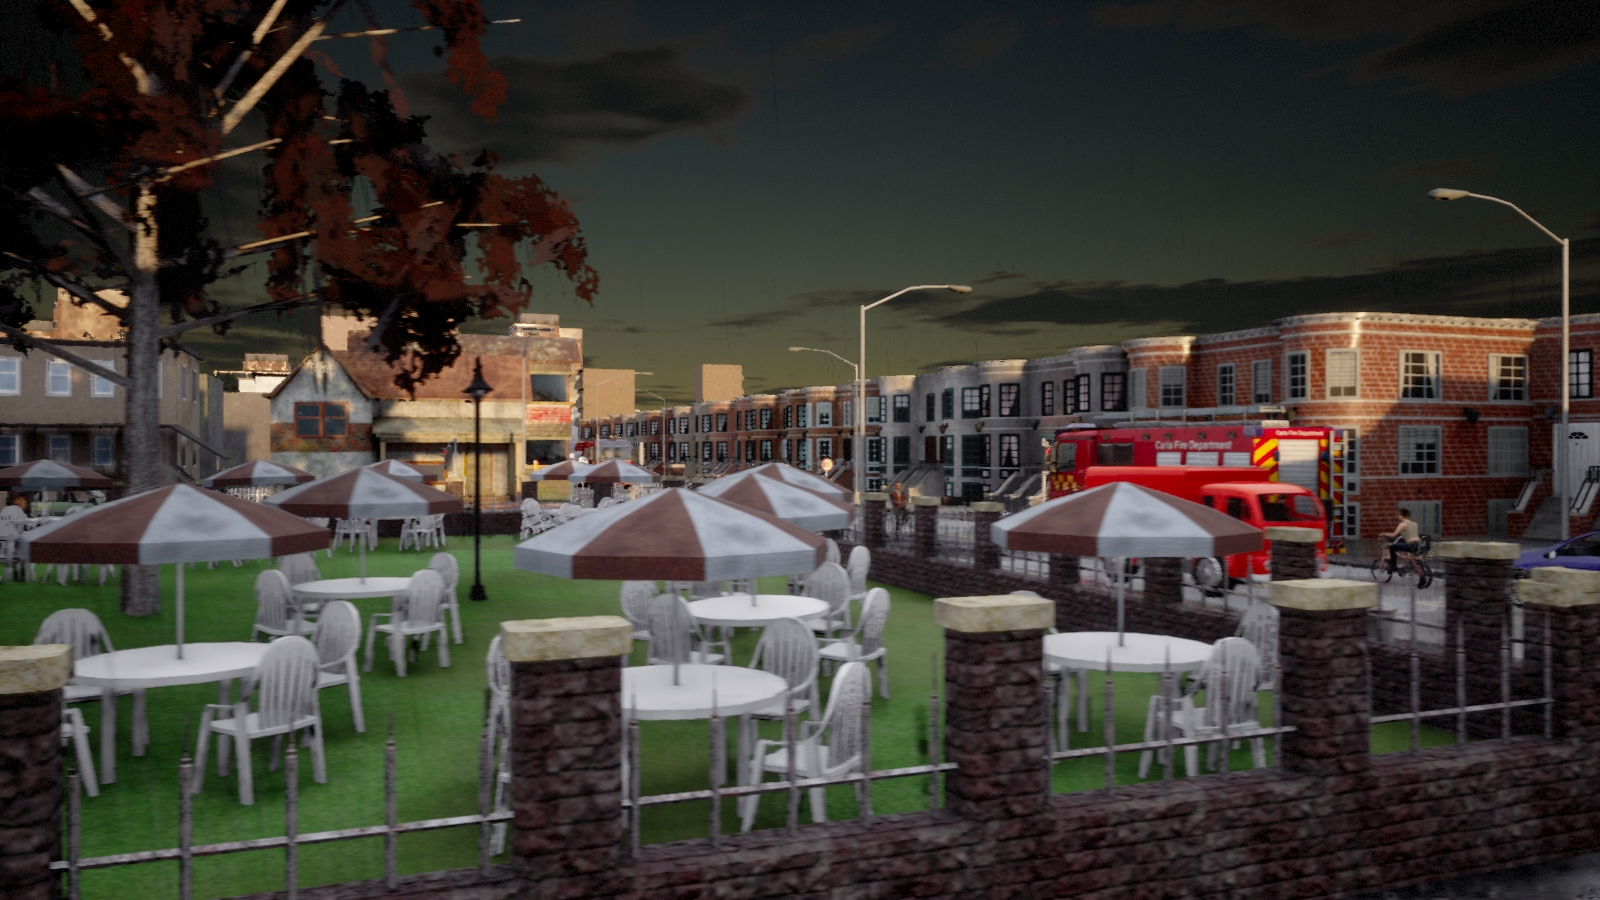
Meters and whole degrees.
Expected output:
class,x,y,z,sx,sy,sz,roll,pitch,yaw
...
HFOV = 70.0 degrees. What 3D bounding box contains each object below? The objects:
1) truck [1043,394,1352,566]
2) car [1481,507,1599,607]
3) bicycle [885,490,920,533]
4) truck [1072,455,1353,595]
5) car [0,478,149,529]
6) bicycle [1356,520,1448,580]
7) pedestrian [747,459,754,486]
class,x,y,z,sx,sy,sz,roll,pitch,yaw
truck,9.975,0.671,30.008,2.891,3.827,8.468,0,0,-21
car,13.846,1.818,19.344,1.845,1.501,3.633,0,0,-21
bicycle,3.251,1.940,36.386,0.329,1.271,1.835,0,-1,-21
truck,8.175,1.346,23.300,2.627,2.467,5.204,0,0,-21
car,-24.548,1.781,38.782,3.988,1.617,1.851,0,0,-21
bicycle,12.349,2.036,23.475,0.859,1.080,1.487,0,0,-20
pedestrian,-3.424,1.527,78.456,0.375,1.860,0.375,0,0,-26
